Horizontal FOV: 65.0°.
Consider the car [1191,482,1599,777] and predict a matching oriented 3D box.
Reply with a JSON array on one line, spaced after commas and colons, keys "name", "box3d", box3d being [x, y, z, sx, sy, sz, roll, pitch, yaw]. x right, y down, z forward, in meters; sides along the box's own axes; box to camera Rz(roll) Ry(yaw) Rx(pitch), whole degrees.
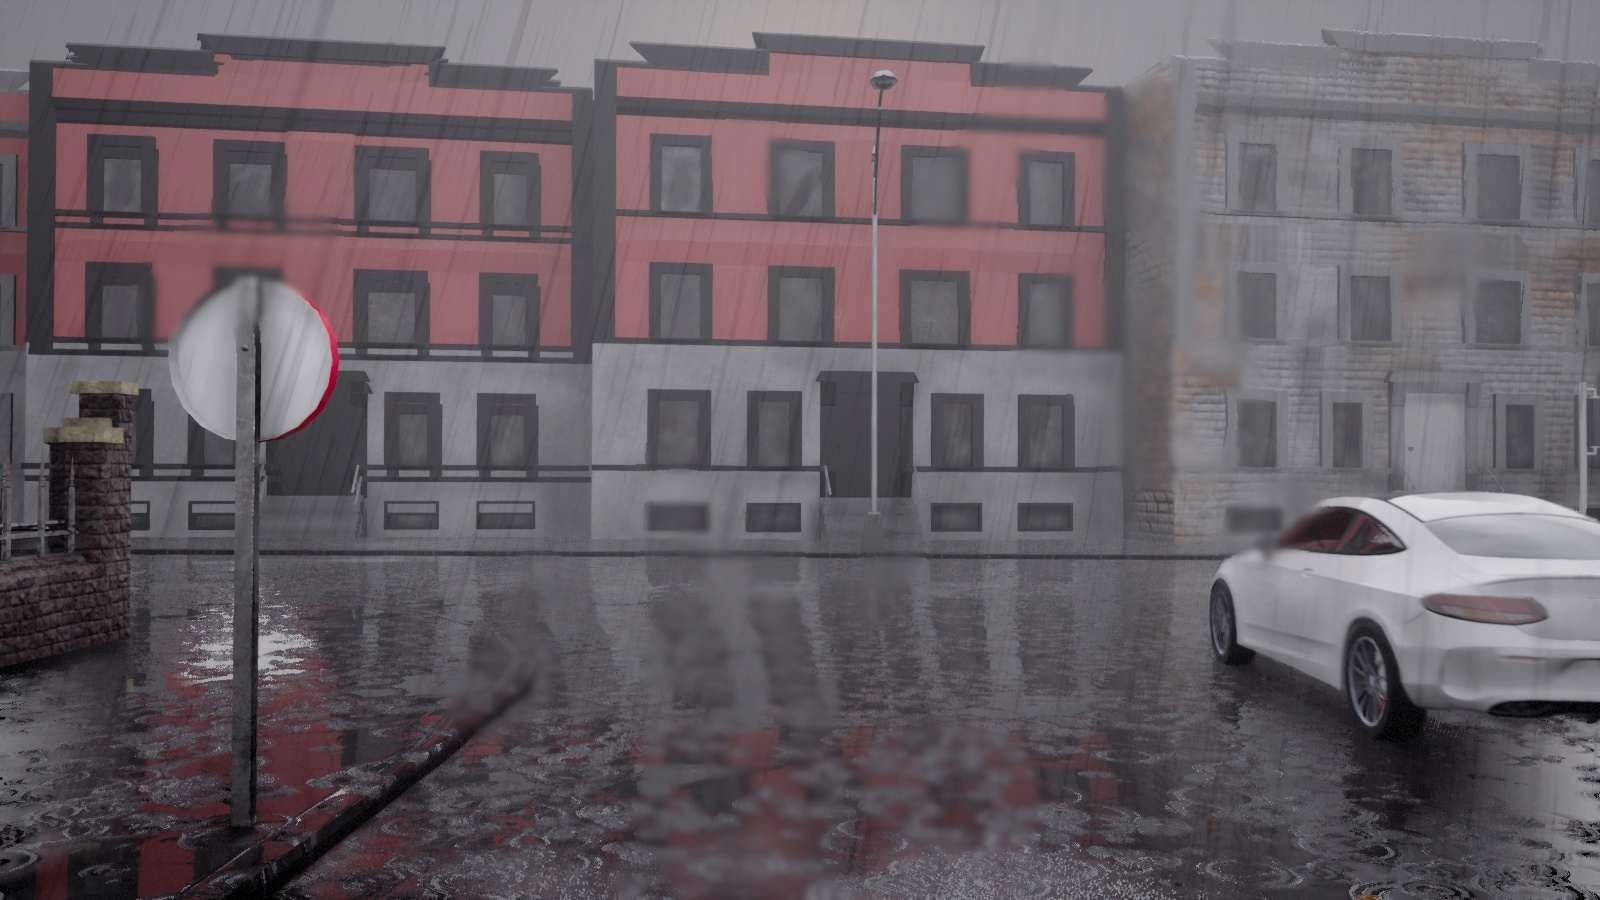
[{"name": "car", "box3d": [4.267, 0.969, 8.678, 1.812, 1.442, 4.674, 0, -1, 2]}]
